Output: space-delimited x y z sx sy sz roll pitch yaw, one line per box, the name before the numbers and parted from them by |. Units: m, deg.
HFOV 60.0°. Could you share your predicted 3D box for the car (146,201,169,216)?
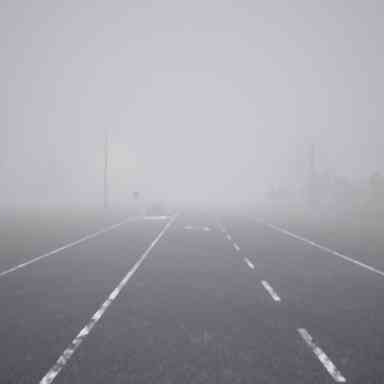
car | -3.323 1.585 32.770 1.994 1.385 4.181 0 0 0
